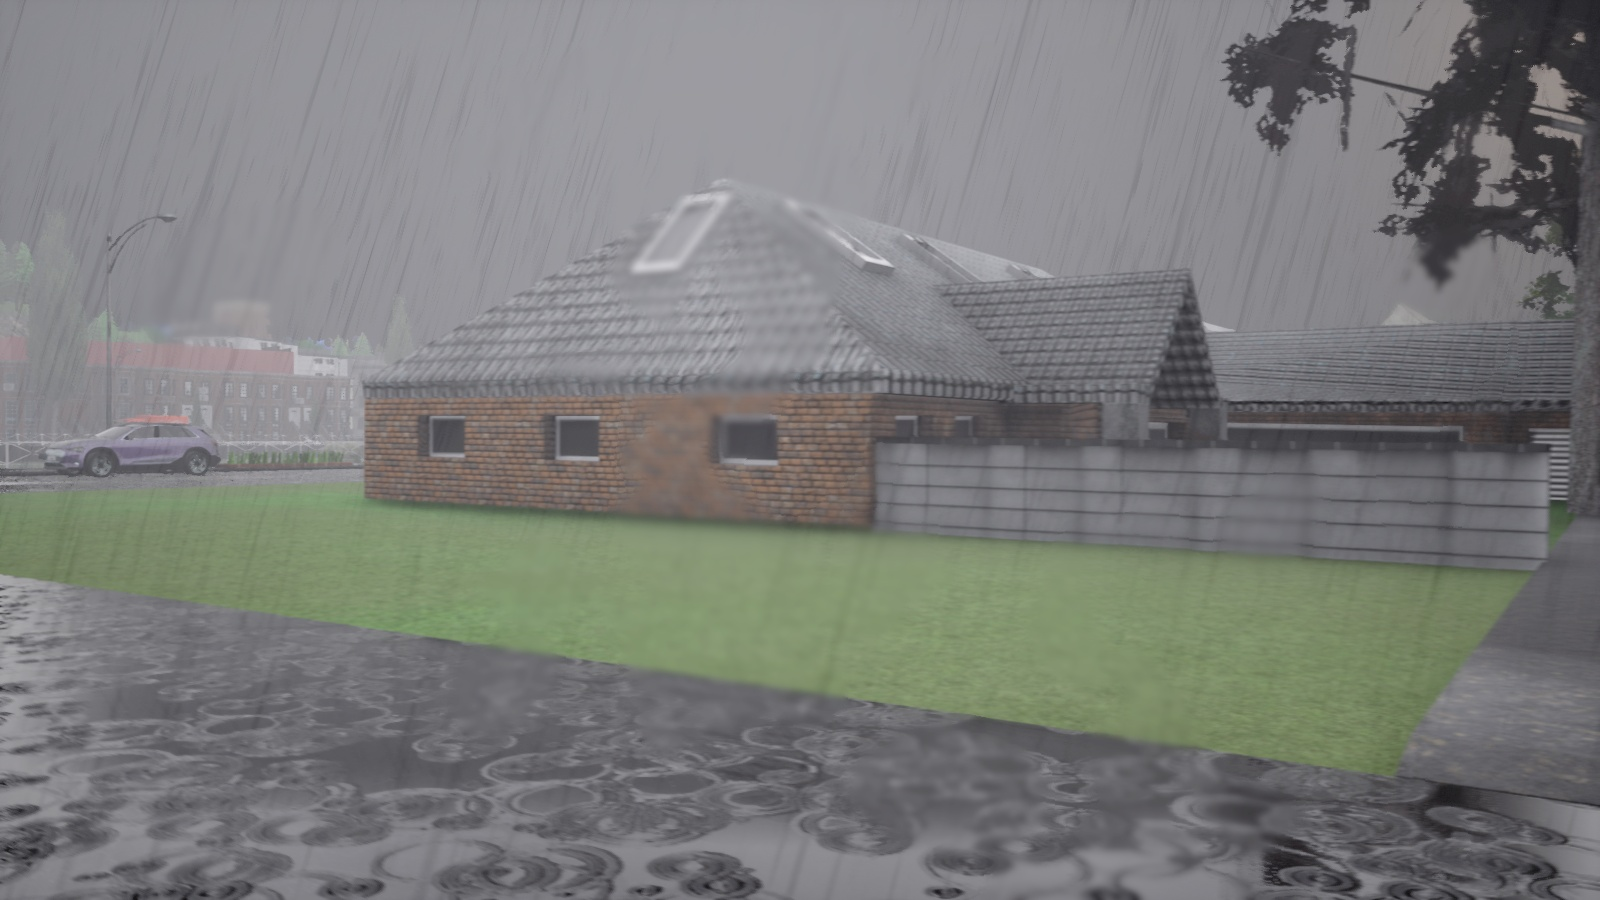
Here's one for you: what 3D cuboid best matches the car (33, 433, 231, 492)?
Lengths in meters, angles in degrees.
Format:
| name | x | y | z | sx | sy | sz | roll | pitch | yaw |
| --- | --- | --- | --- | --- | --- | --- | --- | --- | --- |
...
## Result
| name | x | y | z | sx | sy | sz | roll | pitch | yaw |
| --- | --- | --- | --- | --- | --- | --- | --- | --- | --- |
| car | -19.966 | 0.329 | 37.736 | 2.033 | 1.649 | 4.856 | 0 | 1 | 34 |
